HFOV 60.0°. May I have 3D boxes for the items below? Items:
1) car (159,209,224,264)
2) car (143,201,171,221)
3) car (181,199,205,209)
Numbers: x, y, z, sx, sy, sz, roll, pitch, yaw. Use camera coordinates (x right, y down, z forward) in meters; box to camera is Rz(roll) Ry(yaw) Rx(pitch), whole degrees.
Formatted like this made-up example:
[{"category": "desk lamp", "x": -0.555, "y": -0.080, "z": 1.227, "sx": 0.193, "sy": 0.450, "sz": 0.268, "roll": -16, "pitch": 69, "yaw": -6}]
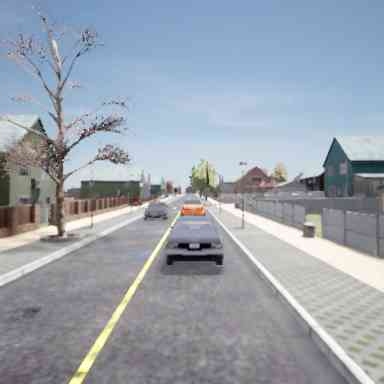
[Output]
[{"category": "car", "x": 0.083, "y": 1.559, "z": 11.839, "sx": 2.033, "sy": 1.411, "sz": 5.357, "roll": 0, "pitch": 0, "yaw": 0}, {"category": "car", "x": -2.843, "y": 1.529, "z": 27.536, "sx": 1.837, "sy": 1.490, "sz": 4.892, "roll": 0, "pitch": 0, "yaw": 0}, {"category": "car", "x": 0.086, "y": 1.377, "z": 29.335, "sx": 2.097, "sy": 1.767, "sz": 4.553, "roll": 0, "pitch": 0, "yaw": 0}]
